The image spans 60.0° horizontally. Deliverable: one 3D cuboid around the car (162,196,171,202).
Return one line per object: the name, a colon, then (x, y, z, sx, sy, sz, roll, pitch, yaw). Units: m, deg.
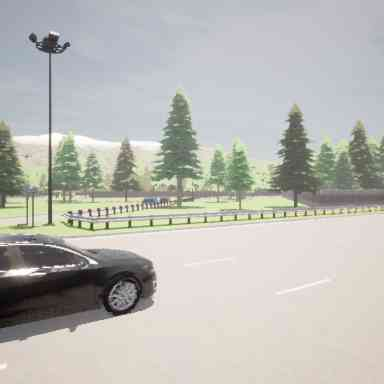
car: (-5.634, 1.525, 69.477, 1.812, 1.442, 4.674, 0, 0, 5)

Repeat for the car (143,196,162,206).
car: (-6.924, 1.477, 56.259, 1.882, 1.535, 5.008, 0, 0, 6)

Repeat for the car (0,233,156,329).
car: (-2.976, 1.506, 5.921, 4.892, 1.490, 1.837, -1, 0, -35)
